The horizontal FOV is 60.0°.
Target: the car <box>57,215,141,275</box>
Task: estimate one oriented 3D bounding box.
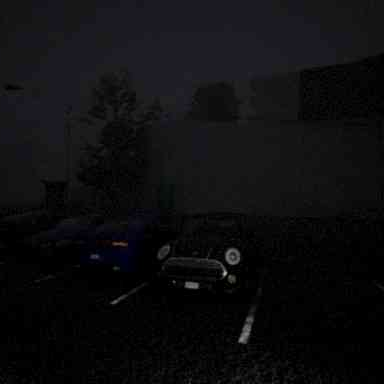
[{"bbox_3d":[-1.730,1.538,10.807,2.097,1.535,5.008,0,-1,17],"label":"car"}]

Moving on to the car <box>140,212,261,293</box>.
[{"bbox_3d":[0.652,1.391,9.079,2.185,1.767,4.553,0,-1,17],"label":"car"}]

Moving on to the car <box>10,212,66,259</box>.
[{"bbox_3d":[-4.074,1.602,12.598,2.002,1.452,4.674,0,-1,18],"label":"car"}]

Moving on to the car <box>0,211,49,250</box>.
[{"bbox_3d":[-6.419,1.587,14.402,2.231,1.521,4.892,0,-1,19],"label":"car"}]

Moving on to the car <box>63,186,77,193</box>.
[{"bbox_3d":[-28.054,-0.534,73.475,4.674,1.452,2.002,1,5,36],"label":"car"}]

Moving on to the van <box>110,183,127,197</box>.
[{"bbox_3d":[-14.690,-0.061,61.724,4.442,1.987,1.878,4,6,38],"label":"van"}]

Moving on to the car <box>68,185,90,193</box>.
[{"bbox_3d":[-25.576,-0.720,75.087,4.792,1.488,2.163,1,5,36],"label":"car"}]

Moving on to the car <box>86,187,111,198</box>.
[{"bbox_3d":[-17.333,0.331,60.251,5.008,1.535,2.097,4,6,38],"label":"car"}]

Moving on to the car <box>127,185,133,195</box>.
[{"bbox_3d":[-12.259,-0.267,63.374,5.566,2.045,2.435,4,7,38],"label":"car"}]
